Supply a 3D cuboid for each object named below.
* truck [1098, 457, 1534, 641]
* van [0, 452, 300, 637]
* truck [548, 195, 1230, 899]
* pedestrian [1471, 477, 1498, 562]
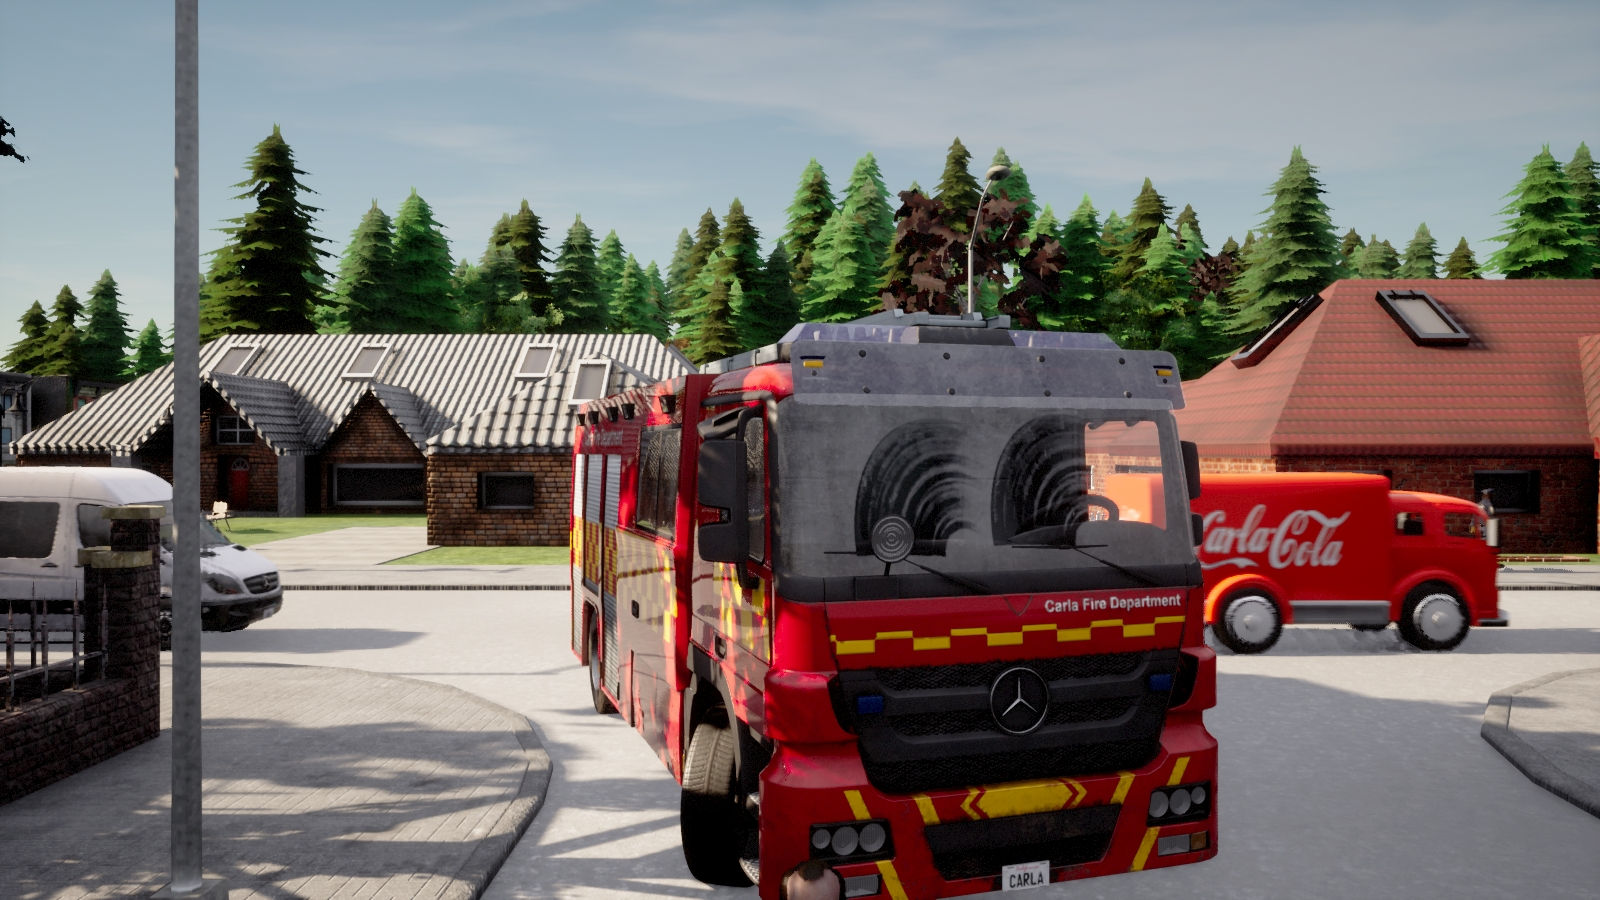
[{"bbox_3d":[7.336,1.346,16.788,5.204,2.467,2.627,0,0,-1],"label":"truck"},{"bbox_3d":[-10.770,1.315,16.851,5.915,2.561,1.988,0,0,0],"label":"van"},{"bbox_3d":[-0.279,0.670,10.050,2.891,3.827,8.468,0,0,-19],"label":"truck"},{"bbox_3d":[15.116,1.524,25.234,0.375,1.860,0.375,0,0,1],"label":"pedestrian"}]
